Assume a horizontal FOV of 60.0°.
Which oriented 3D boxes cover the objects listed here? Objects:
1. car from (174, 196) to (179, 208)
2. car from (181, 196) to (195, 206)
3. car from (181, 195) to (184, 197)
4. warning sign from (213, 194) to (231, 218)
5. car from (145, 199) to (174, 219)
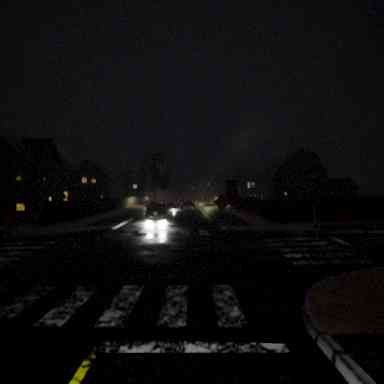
[{"bbox_3d":[-3.301,1.696,49.018,1.895,1.301,4.718,0,0,-1],"label":"car"},{"bbox_3d":[-0.525,1.743,56.695,1.895,1.301,4.718,0,0,0],"label":"car"},{"bbox_3d":[-0.740,1.779,66.519,1.994,1.385,4.181,0,0,-2],"label":"car"},{"bbox_3d":[2.401,1.129,26.899,1.300,1.860,1.060,2,2,-1],"label":"warning sign"},{"bbox_3d":[-3.038,1.513,29.750,2.128,1.511,4.902,0,0,-1],"label":"car"}]
